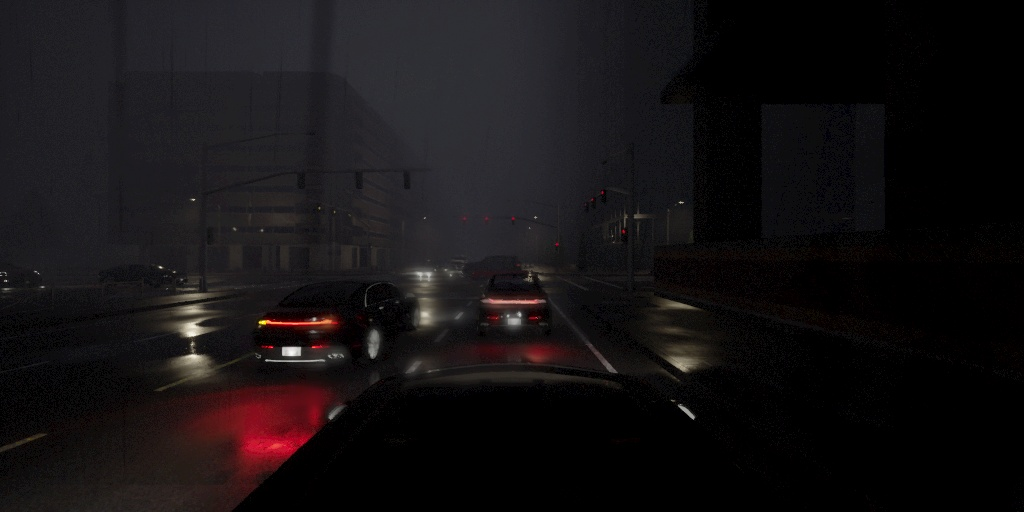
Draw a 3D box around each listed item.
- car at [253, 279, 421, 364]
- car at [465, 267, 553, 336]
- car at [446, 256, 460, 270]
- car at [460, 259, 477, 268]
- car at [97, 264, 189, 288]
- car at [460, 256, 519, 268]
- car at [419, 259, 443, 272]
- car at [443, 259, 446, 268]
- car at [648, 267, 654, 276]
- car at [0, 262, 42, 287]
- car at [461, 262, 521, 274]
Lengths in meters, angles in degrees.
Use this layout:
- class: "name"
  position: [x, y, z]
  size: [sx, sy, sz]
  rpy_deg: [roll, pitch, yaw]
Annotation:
- class: "car"
  position: [-3.450, 1.255, 8.061]
  size: [1.837, 1.490, 4.892]
  rpy_deg: [0, 0, 0]
- class: "car"
  position: [0.060, 1.242, 10.381]
  size: [2.128, 1.511, 4.902]
  rpy_deg: [0, 0, 0]
- class: "car"
  position: [-7.481, 0.971, 51.106]
  size: [2.150, 2.045, 5.566]
  rpy_deg: [0, 0, 0]
- class: "car"
  position: [-7.377, 1.297, 61.380]
  size: [2.033, 1.411, 5.357]
  rpy_deg: [0, 0, 1]
- class: "car"
  position: [-24.323, 1.297, 23.742]
  size: [4.902, 1.511, 2.128]
  rpy_deg: [0, 0, 0]
- class: "car"
  position: [-1.861, 0.995, 34.398]
  size: [5.566, 2.045, 2.150]
  rpy_deg: [0, 0, 0]
- class: "car"
  position: [-10.968, 1.241, 47.500]
  size: [2.128, 1.511, 4.902]
  rpy_deg: [0, 0, 0]
- class: "car"
  position: [-10.931, 1.228, 57.708]
  size: [1.882, 1.535, 5.008]
  rpy_deg: [0, 0, 1]
- class: "car"
  position: [15.636, 1.297, 34.365]
  size: [4.902, 1.511, 2.128]
  rpy_deg: [0, 0, 0]
- class: "car"
  position: [-34.397, 1.157, 23.764]
  size: [4.553, 1.767, 2.097]
  rpy_deg: [0, 0, 0]
- class: "car"
  position: [-1.205, 1.377, 28.067]
  size: [4.718, 1.301, 1.895]
  rpy_deg: [0, 0, -25]
